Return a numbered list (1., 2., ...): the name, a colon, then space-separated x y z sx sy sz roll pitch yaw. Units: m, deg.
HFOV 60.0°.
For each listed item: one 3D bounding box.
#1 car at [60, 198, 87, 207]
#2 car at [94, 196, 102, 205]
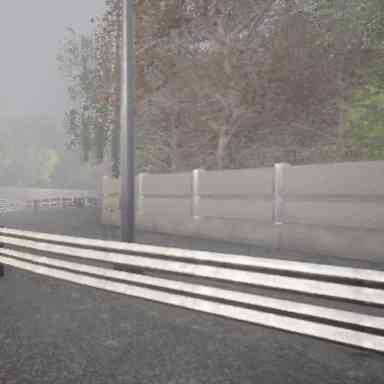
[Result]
1. car: -18.583 1.660 52.061 2.033 1.411 5.357 0 0 13
2. car: -16.301 1.471 62.081 2.097 1.767 4.553 0 0 13
